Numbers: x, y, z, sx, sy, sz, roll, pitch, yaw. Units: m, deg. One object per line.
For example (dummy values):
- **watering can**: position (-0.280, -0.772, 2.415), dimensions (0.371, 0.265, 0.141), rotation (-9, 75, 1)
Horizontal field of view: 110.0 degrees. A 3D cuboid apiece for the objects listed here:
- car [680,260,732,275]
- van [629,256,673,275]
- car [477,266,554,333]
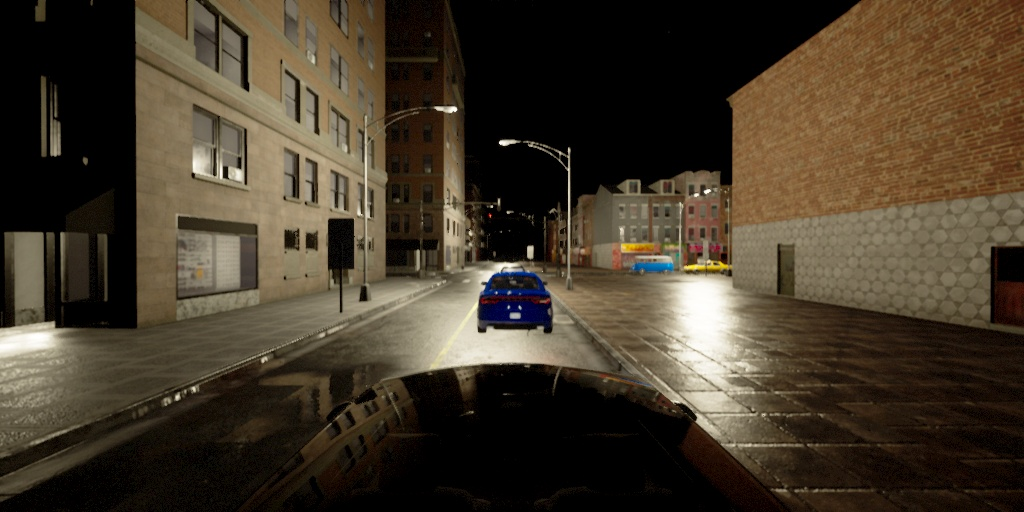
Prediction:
- **car**: position (19.077, 1.110, 35.125), dimensions (4.829, 1.417, 1.751), rotation (0, 0, 0)
- **van**: position (13.635, 0.930, 35.116), dimensions (3.998, 1.789, 1.690), rotation (0, 0, 0)
- **car**: position (0.073, 1.186, 10.564), dimensions (1.882, 1.535, 5.008), rotation (0, 0, 0)
